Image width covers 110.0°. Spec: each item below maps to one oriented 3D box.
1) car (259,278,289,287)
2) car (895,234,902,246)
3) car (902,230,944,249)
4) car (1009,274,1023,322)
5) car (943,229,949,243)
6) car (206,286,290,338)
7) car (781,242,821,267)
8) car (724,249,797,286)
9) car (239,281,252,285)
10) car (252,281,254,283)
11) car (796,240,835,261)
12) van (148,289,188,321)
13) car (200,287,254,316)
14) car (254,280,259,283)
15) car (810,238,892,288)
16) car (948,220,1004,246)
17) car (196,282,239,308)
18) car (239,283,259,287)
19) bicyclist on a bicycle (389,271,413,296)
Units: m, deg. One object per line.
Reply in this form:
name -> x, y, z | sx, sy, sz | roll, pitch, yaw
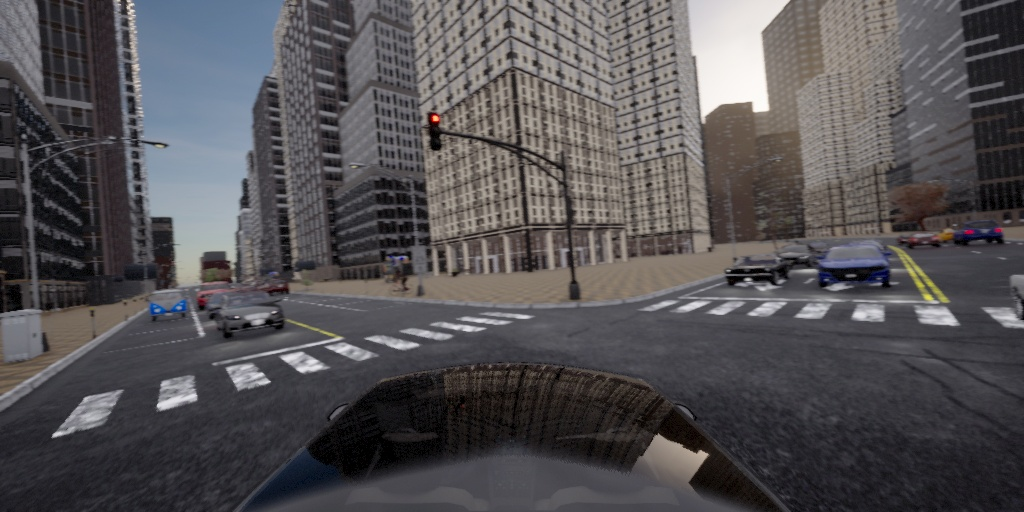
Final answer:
car -> -26.605, 3.520, 40.553 | 2.192, 1.841, 5.009 | 0, 0, -43
car -> 44.605, -1.878, 40.326 | 1.895, 1.301, 4.718 | -5, -1, 42
car -> 37.740, -1.466, 33.038 | 1.812, 1.442, 4.674 | -5, -1, 44
car -> 9.161, 0.628, 5.153 | 4.718, 1.301, 1.895 | -4, -1, -44
car -> 47.354, -2.255, 38.539 | 1.882, 1.535, 5.008 | -5, -1, 42
car -> -10.546, 2.198, 14.333 | 2.128, 1.511, 4.902 | -5, 0, -43
car -> 19.005, -0.037, 23.969 | 4.892, 1.490, 1.837 | -4, -1, -44
car -> 11.575, 0.585, 16.788 | 4.718, 1.301, 1.895 | -4, -1, -44
car -> -36.000, 4.383, 46.926 | 2.097, 1.767, 4.553 | -5, 0, -42
car -> -34.063, 4.194, 48.719 | 2.192, 1.841, 5.009 | 0, 0, -43
car -> 26.456, -0.524, 31.168 | 5.357, 1.411, 2.033 | -4, -1, -44
van -> -21.575, 3.029, 22.641 | 1.690, 1.789, 3.998 | 0, 0, -43
car -> -17.198, 2.856, 21.623 | 2.033, 1.411, 5.357 | -5, 0, -43
car -> -30.333, 4.088, 44.635 | 1.888, 1.381, 4.507 | 0, 0, -43
car -> 13.332, 0.279, 13.985 | 5.008, 1.535, 1.882 | -4, -1, -44
car -> 40.539, -2.028, 31.308 | 2.150, 2.045, 5.566 | -5, -1, 44
car -> -24.259, 3.168, 29.341 | 2.150, 2.045, 5.566 | -5, 0, -42
car -> -29.107, 4.011, 39.402 | 1.895, 1.301, 4.718 | -5, 0, -42
bicyclist on a bicycle -> -7.348, 1.783, 23.671 | 1.656, 1.620, 0.582 | -4, -1, -43
